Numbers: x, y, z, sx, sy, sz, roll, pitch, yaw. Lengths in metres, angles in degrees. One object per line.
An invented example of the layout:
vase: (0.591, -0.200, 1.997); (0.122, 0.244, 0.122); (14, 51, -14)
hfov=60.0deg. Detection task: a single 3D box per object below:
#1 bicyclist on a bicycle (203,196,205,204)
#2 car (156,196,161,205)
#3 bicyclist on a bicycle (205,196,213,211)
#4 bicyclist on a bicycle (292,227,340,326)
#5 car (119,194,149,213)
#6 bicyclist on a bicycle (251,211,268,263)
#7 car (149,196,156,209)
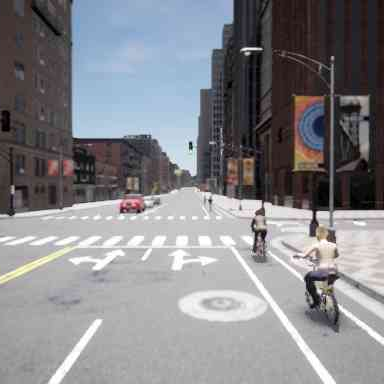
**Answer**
bicyclist on a bicycle: (2.245, 1.490, 57.197); (0.582, 1.620, 1.656); (0, 0, 0)
car: (-6.547, 1.531, 58.662); (2.128, 1.511, 4.902); (0, 0, 1)
bicyclist on a bicycle: (2.247, 1.397, 40.954); (0.659, 1.776, 1.843); (0, 0, 0)
bicyclist on a bicycle: (2.332, 1.436, 6.068); (0.866, 1.612, 1.509); (0, 0, 0)
car: (-6.592, 1.245, 37.339); (2.150, 2.045, 5.566); (0, 0, 0)
bicyclist on a bicycle: (2.249, 1.454, 11.117); (0.582, 1.620, 1.656); (0, 0, 0)
car: (-6.576, 1.558, 47.002); (1.812, 1.442, 4.674); (0, 0, 0)
